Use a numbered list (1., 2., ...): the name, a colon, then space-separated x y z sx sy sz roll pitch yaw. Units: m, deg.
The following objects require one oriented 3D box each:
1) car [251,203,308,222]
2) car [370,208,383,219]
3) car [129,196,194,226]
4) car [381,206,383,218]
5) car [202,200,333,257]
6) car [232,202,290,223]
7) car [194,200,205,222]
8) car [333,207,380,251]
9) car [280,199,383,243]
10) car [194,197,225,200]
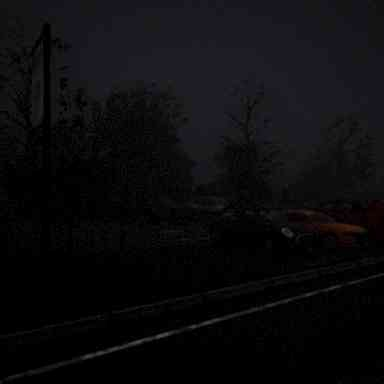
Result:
1. car: 8.415 1.934 32.594 1.946 1.575 5.366 2 -1 -36
2. car: 27.662 3.027 46.189 2.002 1.452 4.674 4 -2 -36
3. car: -2.667 1.302 24.320 2.435 2.045 5.566 2 -1 -36
4. car: 30.211 3.027 48.081 2.185 1.767 4.553 4 -2 -35
5. car: 2.756 1.380 13.168 2.185 1.767 4.553 2 -1 -36
6. car: 6.256 1.846 31.040 1.946 1.575 5.366 2 -1 -36
7. car: -0.527 1.615 25.904 2.231 1.521 4.892 2 -1 -36
8. car: 5.224 1.574 14.930 2.097 1.535 5.008 2 -1 -36
9. car: 7.574 1.389 16.668 2.435 2.045 5.566 2 -1 -36
10. car: 1.750 1.429 27.531 2.435 2.045 5.566 2 -1 -36
